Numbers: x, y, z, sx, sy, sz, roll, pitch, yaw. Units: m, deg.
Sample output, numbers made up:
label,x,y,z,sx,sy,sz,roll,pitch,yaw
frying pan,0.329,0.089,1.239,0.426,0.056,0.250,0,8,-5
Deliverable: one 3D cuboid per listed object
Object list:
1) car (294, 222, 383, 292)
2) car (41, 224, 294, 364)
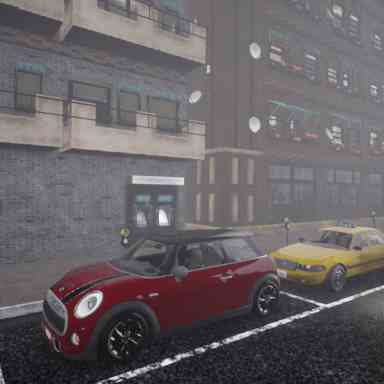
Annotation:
label,x,y,z,sx,sy,sz,roll,pitch,yaw
car,3.990,1.527,8.933,4.829,1.417,1.752,0,1,-35
car,-0.388,1.441,5.808,4.097,1.590,1.967,0,1,-35
